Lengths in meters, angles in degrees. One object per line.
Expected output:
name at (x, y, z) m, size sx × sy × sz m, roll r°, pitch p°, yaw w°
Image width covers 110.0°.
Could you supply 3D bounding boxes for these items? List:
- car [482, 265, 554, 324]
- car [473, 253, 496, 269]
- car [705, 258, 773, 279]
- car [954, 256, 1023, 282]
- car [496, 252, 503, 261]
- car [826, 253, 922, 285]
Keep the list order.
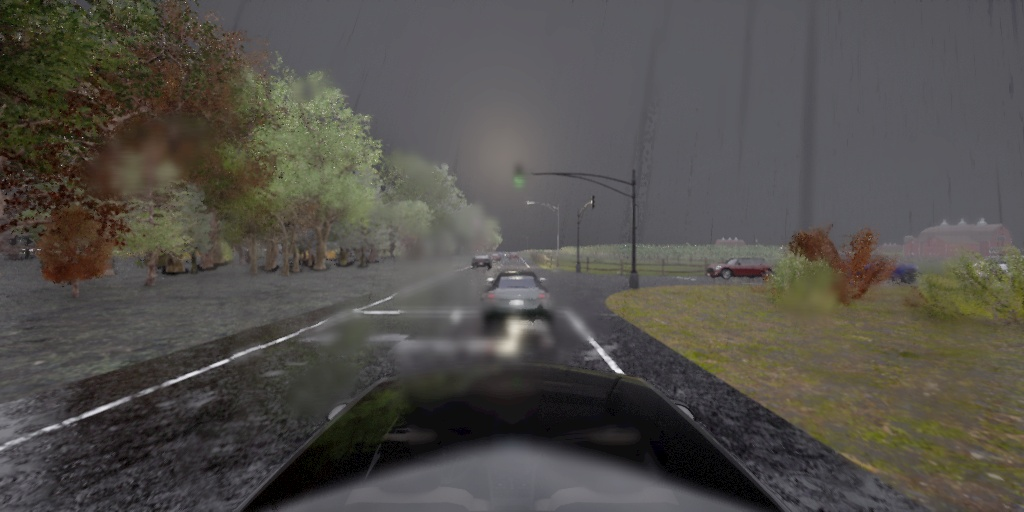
car at (0.161, 1.158, 11.224) m, size 1.994 × 1.385 × 4.181 m, roll 0°, pitch 1°, yaw 0°
car at (-3.162, 0.606, 39.299) m, size 1.882 × 1.535 × 5.008 m, roll 0°, pitch 1°, yaw 0°
car at (17.814, 0.902, 28.320) m, size 4.553 × 1.767 × 2.097 m, roll 1°, pitch 0°, yaw 2°
car at (38.340, 0.995, 28.054) m, size 5.566 × 2.045 × 2.150 m, roll 1°, pitch 0°, yaw 1°
car at (-3.008, 0.217, 65.293) m, size 1.812 × 1.442 × 4.674 m, roll 0°, pitch 1°, yaw 0°
car at (24.382, 0.841, 24.535) m, size 5.566 × 2.045 × 2.150 m, roll 1°, pitch 0°, yaw 1°
